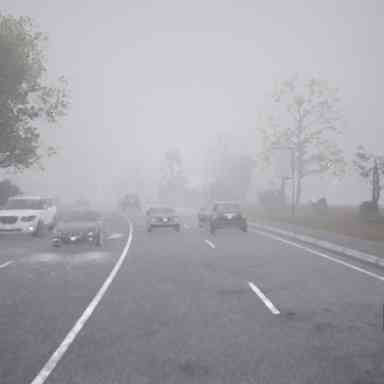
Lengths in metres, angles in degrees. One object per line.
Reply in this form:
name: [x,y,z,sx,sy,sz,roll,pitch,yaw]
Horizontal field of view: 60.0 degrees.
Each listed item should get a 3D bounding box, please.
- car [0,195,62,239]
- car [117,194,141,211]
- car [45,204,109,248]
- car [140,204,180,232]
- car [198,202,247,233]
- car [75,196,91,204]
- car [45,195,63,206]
car: [-8.749,1.239,17.709,2.150,2.045,5.566,0,0,-10]
car: [-7.904,1.232,41.595,2.150,2.045,5.566,0,0,-21]
car: [-4.818,1.514,14.928,1.837,1.490,4.892,0,0,-8]
car: [-1.910,1.547,20.422,2.033,1.411,5.357,0,0,-10]
car: [1.676,1.343,19.796,2.097,1.767,4.553,0,0,-9]
car: [-17.850,1.521,54.393,1.837,1.490,4.892,0,0,-28]
car: [-24.498,1.426,59.009,2.097,1.767,4.553,0,0,-33]
